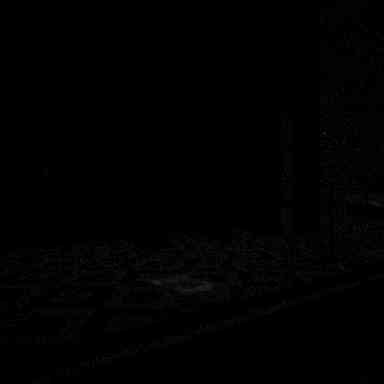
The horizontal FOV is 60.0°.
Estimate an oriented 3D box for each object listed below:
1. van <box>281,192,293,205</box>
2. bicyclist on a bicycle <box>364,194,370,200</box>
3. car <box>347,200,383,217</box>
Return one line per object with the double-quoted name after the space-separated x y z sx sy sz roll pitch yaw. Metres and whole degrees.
12.199 0.930 46.548 1.690 1.788 3.998 1 0 -36 "van"
20.789 1.029 39.608 1.656 1.620 0.582 0 1 -36 "bicyclist on a bicycle"
14.771 1.366 28.275 2.008 1.369 4.403 1 0 -36 "car"
